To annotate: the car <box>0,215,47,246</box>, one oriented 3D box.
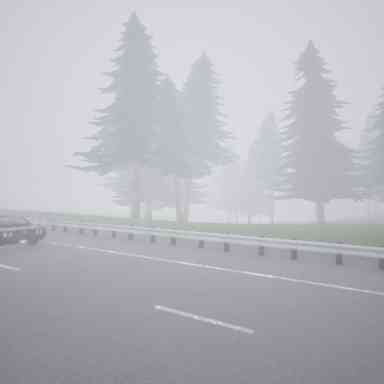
[{"bbox_3d":[-8.295,1.617,14.085,4.718,1.301,1.895,0,0,35],"label":"car"}]
